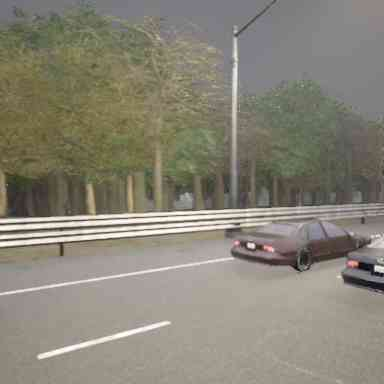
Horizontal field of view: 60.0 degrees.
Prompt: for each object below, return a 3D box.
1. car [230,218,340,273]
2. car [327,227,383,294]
[{"bbox_3d":[3.716,1.552,10.760,5.357,1.411,2.033,0,0,-35],"label":"car"},{"bbox_3d":[5.750,1.552,7.914,5.357,1.411,2.033,0,0,-35],"label":"car"}]
